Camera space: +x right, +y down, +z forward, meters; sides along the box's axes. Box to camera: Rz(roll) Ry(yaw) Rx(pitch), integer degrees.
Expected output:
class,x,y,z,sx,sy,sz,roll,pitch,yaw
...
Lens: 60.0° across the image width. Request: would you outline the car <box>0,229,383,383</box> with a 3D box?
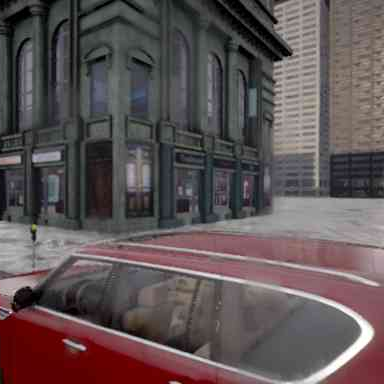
class,x,y,z,sx,sy,sz,roll,pitch,yaw
car,-0.220,1.302,3.126,5.009,1.841,2.192,0,0,36
